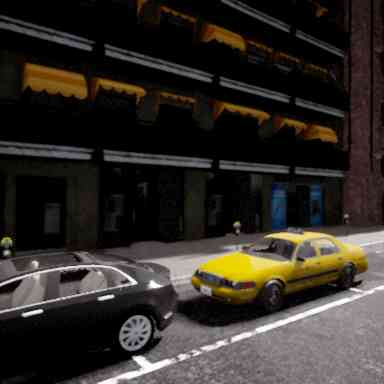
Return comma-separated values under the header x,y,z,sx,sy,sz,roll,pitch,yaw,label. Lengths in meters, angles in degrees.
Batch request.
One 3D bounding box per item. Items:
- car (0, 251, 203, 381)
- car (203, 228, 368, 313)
x,y,z,sx,sy,sz,roll,pitch,yaw,label
-2.251,1.562,4.482,4.403,1.369,2.008,0,0,-36,car
2.228,1.547,7.709,4.829,1.417,1.752,0,0,-36,car
